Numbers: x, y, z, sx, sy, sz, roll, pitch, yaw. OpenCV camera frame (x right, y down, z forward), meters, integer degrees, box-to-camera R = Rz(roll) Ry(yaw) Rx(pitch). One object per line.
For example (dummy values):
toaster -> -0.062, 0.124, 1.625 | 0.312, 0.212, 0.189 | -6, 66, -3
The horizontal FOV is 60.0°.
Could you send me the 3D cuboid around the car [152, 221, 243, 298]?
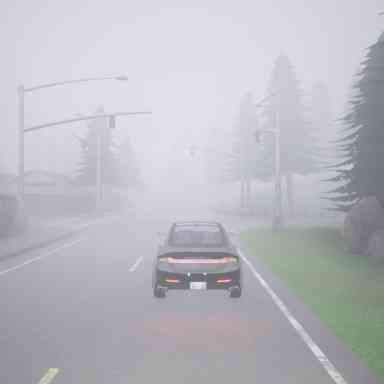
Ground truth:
car -> 0.118, 1.491, 8.487 | 2.128, 1.511, 4.902 | 0, 0, 0
